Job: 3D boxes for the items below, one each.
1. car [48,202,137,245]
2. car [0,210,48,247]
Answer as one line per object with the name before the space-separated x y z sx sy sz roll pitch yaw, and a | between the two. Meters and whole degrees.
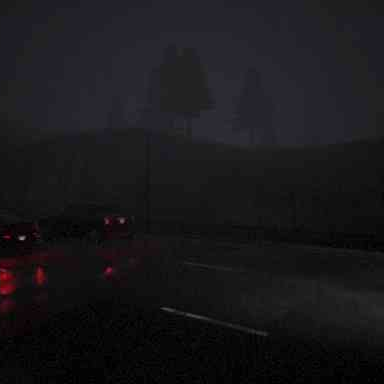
car | -4.774 1.237 14.988 4.553 1.767 2.097 1 0 30
car | -7.970 1.407 12.794 4.674 1.442 1.812 0 0 29
